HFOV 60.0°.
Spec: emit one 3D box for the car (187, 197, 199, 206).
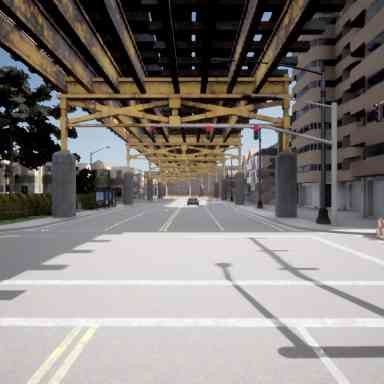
[{"bbox_3d":[0.178,1.564,56.250,1.994,1.385,4.181,0,0,0],"label":"car"}]
